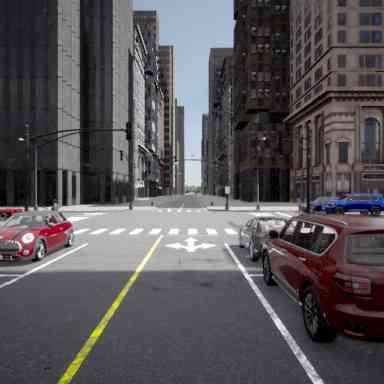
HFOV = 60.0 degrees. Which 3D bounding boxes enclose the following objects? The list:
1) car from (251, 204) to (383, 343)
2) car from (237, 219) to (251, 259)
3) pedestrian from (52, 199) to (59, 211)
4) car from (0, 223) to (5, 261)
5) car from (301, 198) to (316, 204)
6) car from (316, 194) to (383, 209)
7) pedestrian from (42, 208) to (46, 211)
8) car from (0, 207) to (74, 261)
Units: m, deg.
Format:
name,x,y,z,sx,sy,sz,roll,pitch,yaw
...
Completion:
name,x,y,z,sx,sy,sz,roll,pitch,yaw
car,2.740,1.314,6.394,2.192,1.841,5.009,0,0,0
car,2.724,1.549,11.996,2.008,1.369,4.403,0,0,0
pedestrian,-7.504,1.291,18.233,0.375,1.860,0.375,0,0,0
car,-5.784,1.525,6.197,1.752,1.417,4.829,0,0,0
car,13.294,1.288,34.110,4.553,1.767,2.097,0,0,0
car,14.968,1.166,30.874,5.566,2.045,2.150,0,0,-2
pedestrian,-8.302,1.423,18.779,0.375,1.300,0.375,0,0,0
car,-5.802,1.439,11.969,1.967,1.590,4.097,0,0,0
